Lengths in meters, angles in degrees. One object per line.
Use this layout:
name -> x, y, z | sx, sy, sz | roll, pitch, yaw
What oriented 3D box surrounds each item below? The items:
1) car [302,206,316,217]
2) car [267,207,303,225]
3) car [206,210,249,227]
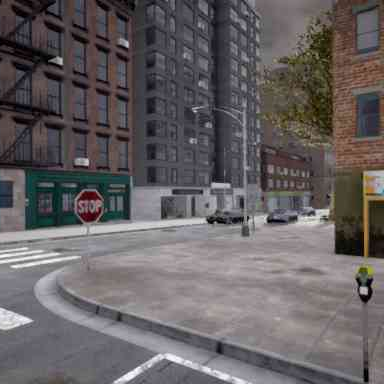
car -> 16.296, 2.743, 47.531 | 1.812, 1.442, 4.674 | -1, -2, 35
car -> 8.836, 2.351, 32.156 | 1.994, 1.385, 4.181 | -1, -2, 35
car -> 3.164, 2.259, 29.053 | 1.895, 1.301, 4.718 | -1, -2, 35
